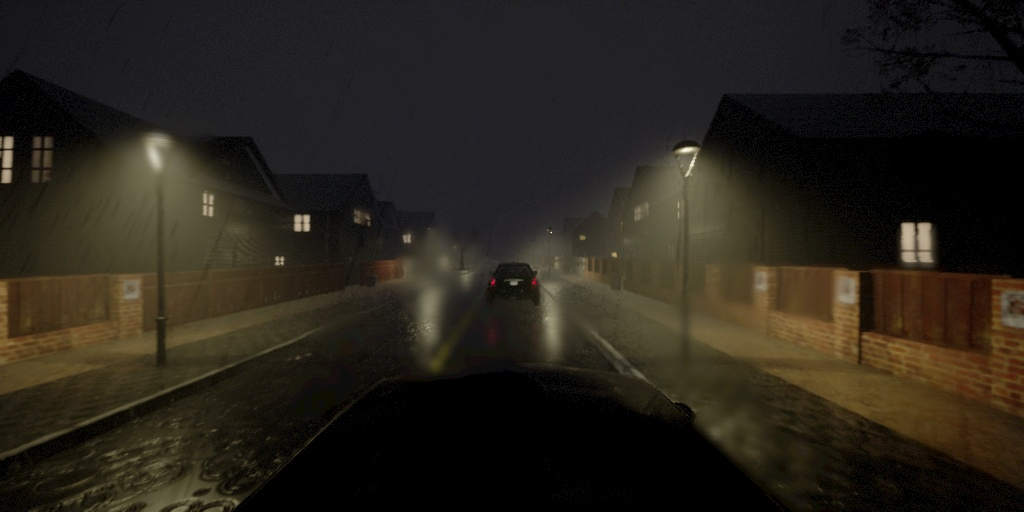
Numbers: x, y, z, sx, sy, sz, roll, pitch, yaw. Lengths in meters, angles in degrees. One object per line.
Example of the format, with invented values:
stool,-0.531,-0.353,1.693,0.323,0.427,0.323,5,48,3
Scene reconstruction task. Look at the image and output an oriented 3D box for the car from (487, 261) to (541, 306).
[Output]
car,0.078,1.032,15.544,2.097,1.767,4.553,0,0,0
